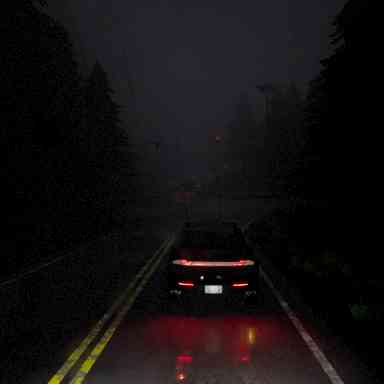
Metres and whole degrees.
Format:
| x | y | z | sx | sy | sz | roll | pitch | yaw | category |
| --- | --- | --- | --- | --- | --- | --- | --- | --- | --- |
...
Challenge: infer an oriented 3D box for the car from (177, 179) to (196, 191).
| x | y | z | sx | sy | sz | roll | pitch | yaw | category |
| --- | --- | --- | --- | --- | --- | --- | --- | --- | --- |
| -0.694 | -1.069 | 45.237 | 1.812 | 1.442 | 4.674 | 1 | 9 | 14 | car |

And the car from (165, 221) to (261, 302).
| x | y | z | sx | sy | sz | roll | pitch | yaw | category |
| --- | --- | --- | --- | --- | --- | --- | --- | --- | --- |
| 0.449 | 1.466 | 8.186 | 2.128 | 1.511 | 4.902 | 0 | 0 | 2 | car |
